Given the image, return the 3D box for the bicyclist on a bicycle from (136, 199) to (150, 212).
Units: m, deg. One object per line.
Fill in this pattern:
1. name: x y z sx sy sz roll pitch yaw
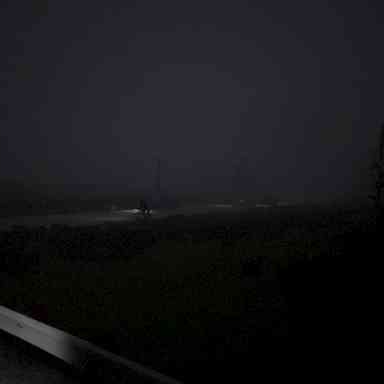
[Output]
1. bicyclist on a bicycle: -3.467 1.339 23.483 1.656 1.620 0.582 2 1 33

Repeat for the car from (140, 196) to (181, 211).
1. car: -3.326 1.171 35.822 2.033 1.411 5.357 3 1 33

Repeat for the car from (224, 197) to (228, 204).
1. car: 7.053 0.918 51.464 2.150 2.045 5.566 3 1 33
